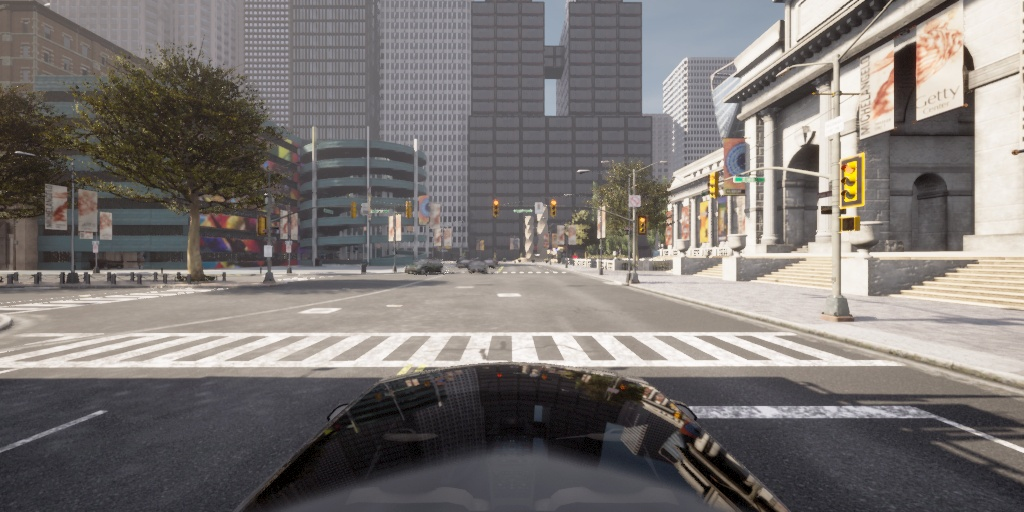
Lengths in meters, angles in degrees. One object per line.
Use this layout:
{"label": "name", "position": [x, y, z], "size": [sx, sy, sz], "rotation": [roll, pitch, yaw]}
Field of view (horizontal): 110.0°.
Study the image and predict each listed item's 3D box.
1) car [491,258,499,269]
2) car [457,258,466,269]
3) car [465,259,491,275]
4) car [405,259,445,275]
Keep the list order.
{"label": "car", "position": [-3.575, 1.297, 55.448], "size": [2.033, 1.411, 5.357], "rotation": [0, 0, 0]}
{"label": "car", "position": [-7.073, 1.227, 54.890], "size": [1.882, 1.535, 5.008], "rotation": [0, 0, 0]}
{"label": "car", "position": [-3.583, 1.254, 38.974], "size": [1.837, 1.490, 4.892], "rotation": [0, 0, 0]}
{"label": "car", "position": [-9.222, 1.102, 38.243], "size": [2.097, 1.767, 4.553], "rotation": [0, 0, 27]}
